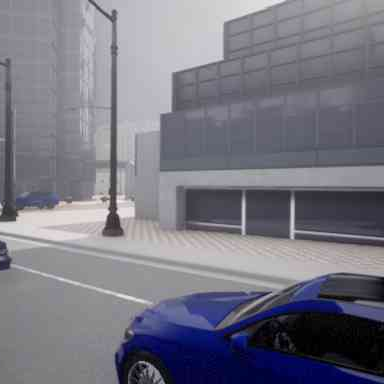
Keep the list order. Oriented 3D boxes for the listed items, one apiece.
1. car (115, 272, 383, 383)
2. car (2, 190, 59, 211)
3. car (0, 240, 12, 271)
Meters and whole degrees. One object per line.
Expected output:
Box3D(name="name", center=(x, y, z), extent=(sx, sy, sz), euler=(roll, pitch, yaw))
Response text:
Box3D(name="car", center=(1.347, 1.520, 3.027), extent=(4.674, 1.442, 1.812), euler=(0, 0, 36))
Box3D(name="car", center=(-16.847, 0.828, 35.073), extent=(2.150, 2.045, 5.566), euler=(1, 1, 36))
Box3D(name="car", center=(-7.004, 1.474, 9.057), extent=(5.357, 1.411, 2.033), euler=(1, 0, 36))
